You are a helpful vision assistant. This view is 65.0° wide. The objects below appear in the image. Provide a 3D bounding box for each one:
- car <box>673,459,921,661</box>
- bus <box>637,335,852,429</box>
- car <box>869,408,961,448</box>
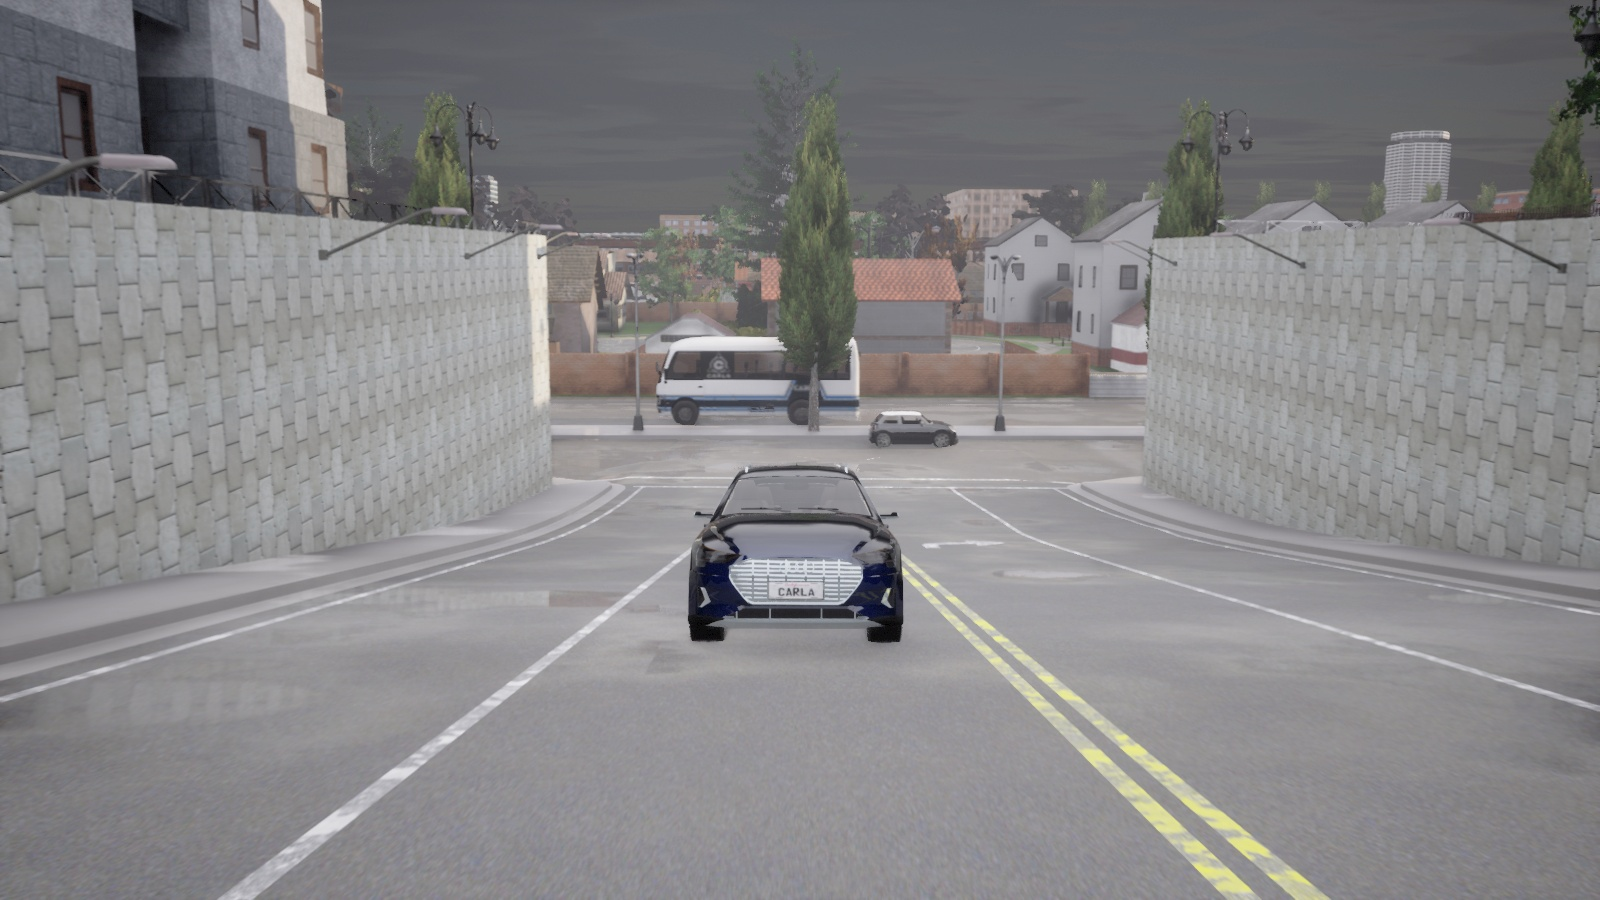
[{"bbox_3d":[-0.031,0.947,12.750,2.033,1.649,4.856,0,-1,0],"label":"car"},{"bbox_3d":[-2.691,-3.440,62.431,10.273,4.253,3.944,0,9,-1],"label":"bus"},{"bbox_3d":[4.986,-0.988,54.894,3.806,1.475,1.970,0,8,-1],"label":"car"}]
